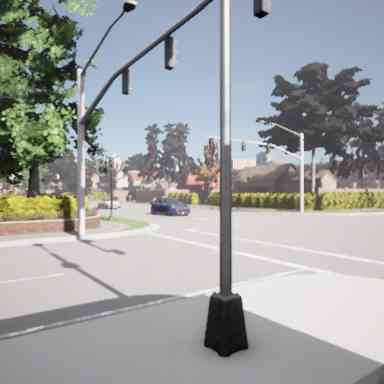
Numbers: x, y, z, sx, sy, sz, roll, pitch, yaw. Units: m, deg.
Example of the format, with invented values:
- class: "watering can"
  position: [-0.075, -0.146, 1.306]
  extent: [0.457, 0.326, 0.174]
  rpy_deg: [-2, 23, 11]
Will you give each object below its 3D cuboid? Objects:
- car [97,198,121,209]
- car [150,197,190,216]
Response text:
- class: "car"
  position: [-10.941, 1.487, 43.738]
  extent: [1.812, 1.442, 4.674]
  rpy_deg: [0, 0, -36]
- class: "car"
  position: [-2.098, 1.313, 31.547]
  extent: [2.097, 1.767, 4.553]
  rpy_deg: [0, 0, -36]
